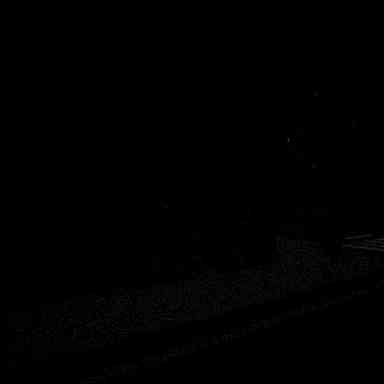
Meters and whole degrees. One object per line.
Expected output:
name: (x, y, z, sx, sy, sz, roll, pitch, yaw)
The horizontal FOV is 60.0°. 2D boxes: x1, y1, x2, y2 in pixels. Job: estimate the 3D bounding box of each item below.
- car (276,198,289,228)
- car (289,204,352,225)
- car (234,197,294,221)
car: (3.024, 1.334, 20.281, 2.192, 1.841, 5.009, 1, 0, -35)
car: (9.467, 1.606, 25.065, 1.752, 1.417, 4.829, 1, 0, -35)
car: (6.274, 1.390, 29.554, 2.192, 1.841, 5.009, 1, 0, -35)
